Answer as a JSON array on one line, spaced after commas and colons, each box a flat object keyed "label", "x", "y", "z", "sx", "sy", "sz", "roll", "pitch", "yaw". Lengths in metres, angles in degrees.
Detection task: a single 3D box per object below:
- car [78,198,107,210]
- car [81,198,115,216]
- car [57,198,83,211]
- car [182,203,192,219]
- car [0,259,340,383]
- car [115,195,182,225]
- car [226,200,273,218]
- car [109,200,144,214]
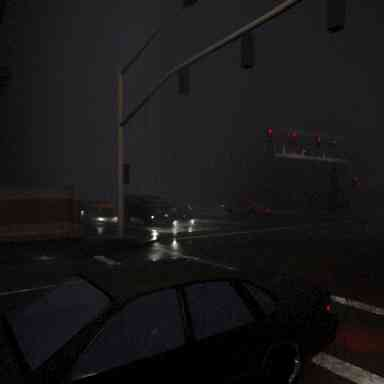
[{"label": "car", "x": -13.364, "y": 1.547, "z": 44.531, "sx": 2.033, "sy": 1.411, "sz": 5.357, "roll": 0, "pitch": 0, "yaw": -36}, {"label": "car", "x": -9.095, "y": 1.477, "z": 32.574, "sx": 1.882, "sy": 1.535, "sz": 5.008, "roll": 0, "pitch": 0, "yaw": -36}, {"label": "car", "x": -15.090, "y": 1.526, "z": 40.941, "sx": 1.812, "sy": 1.442, "sz": 4.674, "roll": 0, "pitch": 0, "yaw": -35}, {"label": "car", "x": -1.918, "y": 1.352, "z": 28.581, "sx": 2.097, "sy": 1.767, "sz": 4.553, "roll": 0, "pitch": 0, "yaw": -36}, {"label": "car", "x": -0.580, "y": 1.547, "z": 3.589, "sx": 5.357, "sy": 1.411, "sz": 2.033, "roll": 0, "pitch": 0, "yaw": -36}, {"label": "car", "x": -3.334, "y": 1.222, "z": 24.549, "sx": 2.150, "sy": 2.045, "sz": 5.566, "roll": 0, "pitch": 0, "yaw": -36}, {"label": "car", "x": 5.195, "y": 1.477, "z": 30.895, "sx": 1.882, "sy": 1.535, "sz": 5.008, "roll": 0, "pitch": 0, "yaw": -35}, {"label": "car", "x": -7.161, "y": 1.601, "z": 35.880, "sx": 1.895, "sy": 1.301, "sz": 4.718, "roll": 0, "pitch": 0, "yaw": -36}]
